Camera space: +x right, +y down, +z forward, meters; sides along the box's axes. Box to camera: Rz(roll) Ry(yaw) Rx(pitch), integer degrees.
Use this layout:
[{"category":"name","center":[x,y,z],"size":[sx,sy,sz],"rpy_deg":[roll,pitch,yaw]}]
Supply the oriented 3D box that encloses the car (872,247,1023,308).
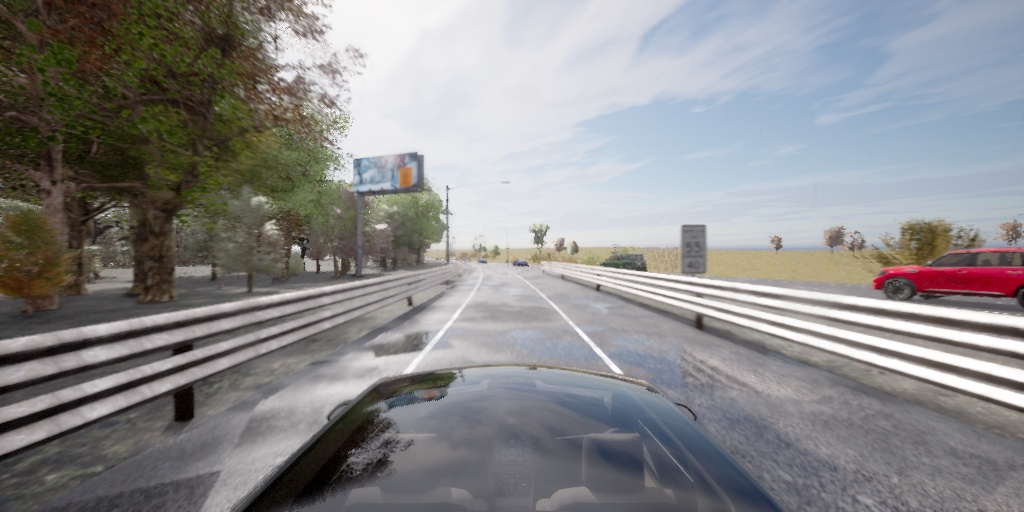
[{"category":"car","center":[16.529,0.736,12.591],"size":[2.150,2.045,5.566],"rpy_deg":[-1,0,-17]}]

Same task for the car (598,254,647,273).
[{"category":"car","center":[10.255,0.822,33.680],"size":[2.150,2.045,5.566],"rpy_deg":[-1,0,-17]}]

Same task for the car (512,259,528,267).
[{"category":"car","center":[1.425,1.240,63.371],"size":[1.812,1.442,4.674],"rpy_deg":[-1,0,-17]}]
